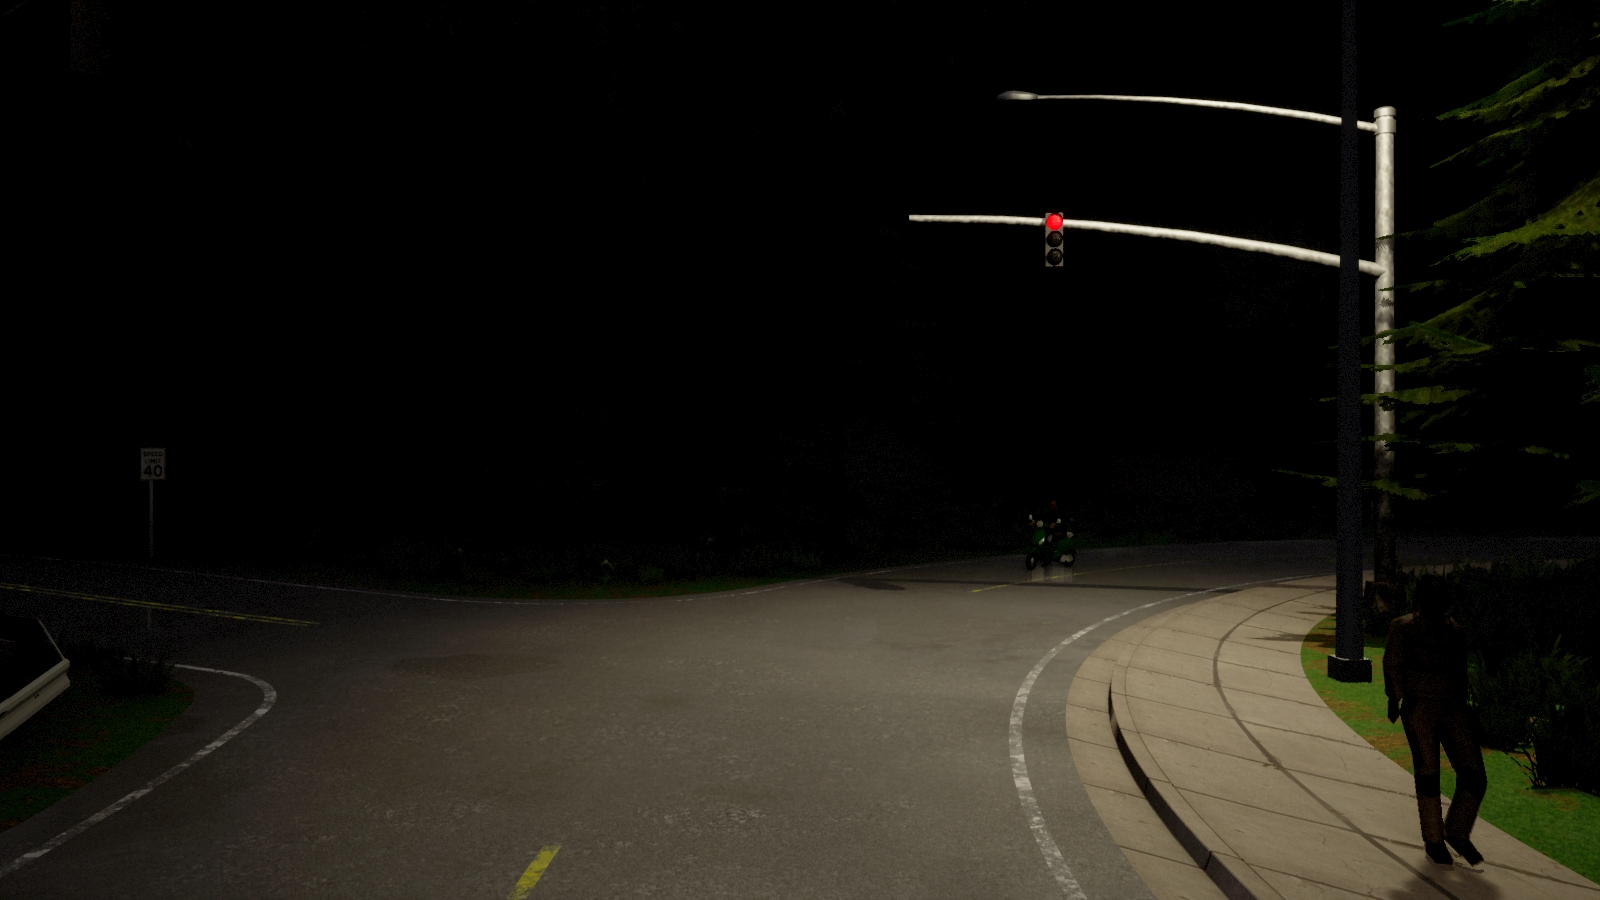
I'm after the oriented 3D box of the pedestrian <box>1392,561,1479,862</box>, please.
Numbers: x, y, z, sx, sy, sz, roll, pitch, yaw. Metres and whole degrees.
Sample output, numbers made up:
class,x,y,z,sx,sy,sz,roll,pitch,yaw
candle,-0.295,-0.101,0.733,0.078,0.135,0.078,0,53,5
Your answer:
class,x,y,z,sx,sy,sz,roll,pitch,yaw
pedestrian,4.121,1.671,7.421,0.375,1.860,0.375,0,0,6

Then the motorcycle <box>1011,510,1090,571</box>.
class,x,y,z,sx,sy,sz,roll,pitch,yaw
motorcycle,5.937,2.115,27.011,1.805,1.316,0.856,0,0,-37
